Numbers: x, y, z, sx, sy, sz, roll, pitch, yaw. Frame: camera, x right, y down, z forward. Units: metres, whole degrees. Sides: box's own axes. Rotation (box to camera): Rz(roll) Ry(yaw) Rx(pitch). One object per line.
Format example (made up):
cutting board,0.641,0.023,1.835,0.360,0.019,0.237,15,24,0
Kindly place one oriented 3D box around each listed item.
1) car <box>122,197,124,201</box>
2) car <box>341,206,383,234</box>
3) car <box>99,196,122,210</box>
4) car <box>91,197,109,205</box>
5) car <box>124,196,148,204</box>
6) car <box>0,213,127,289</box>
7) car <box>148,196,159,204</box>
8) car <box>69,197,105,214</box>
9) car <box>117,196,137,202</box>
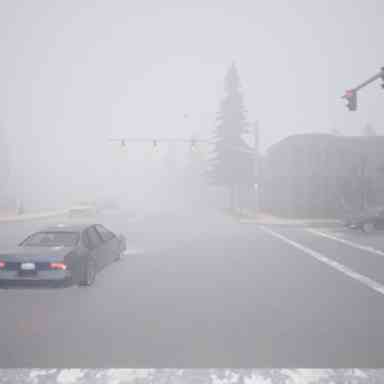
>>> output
car,-17.595,1.552,73.301,4.902,1.511,2.128,0,0,43
car,11.065,1.539,18.958,4.892,1.490,1.837,0,0,0
car,-10.712,1.432,43.589,2.097,1.767,4.553,0,0,-8
car,-17.225,1.619,62.080,1.837,1.490,4.892,0,0,-35
car,-11.085,1.721,65.480,1.895,1.301,4.718,0,0,-35
car,-3.264,1.565,9.292,2.033,1.411,5.357,0,0,2
car,-8.381,1.625,67.728,1.837,1.490,4.892,0,0,-35
car,-10.238,1.536,31.983,1.882,1.535,5.008,0,0,-1
car,-14.820,1.584,75.487,4.718,1.301,1.895,0,0,43
